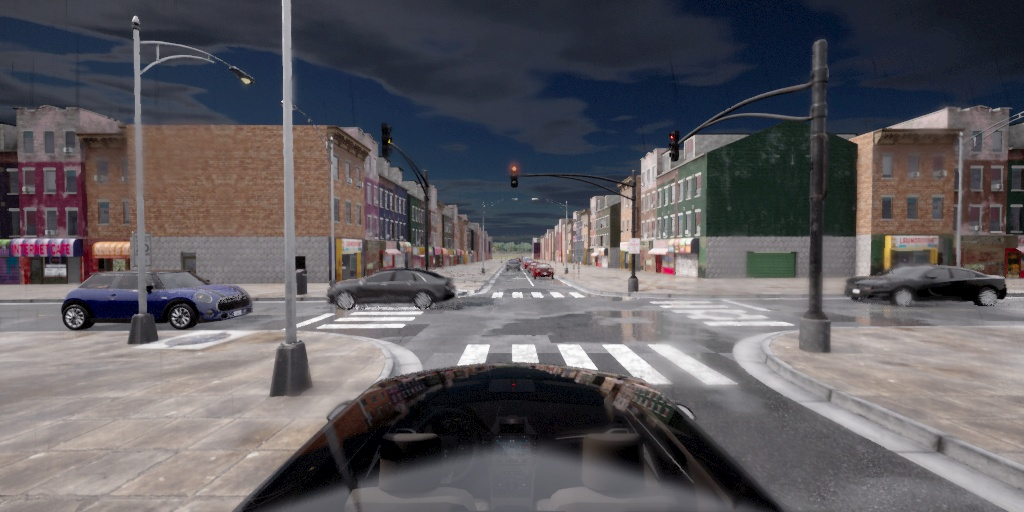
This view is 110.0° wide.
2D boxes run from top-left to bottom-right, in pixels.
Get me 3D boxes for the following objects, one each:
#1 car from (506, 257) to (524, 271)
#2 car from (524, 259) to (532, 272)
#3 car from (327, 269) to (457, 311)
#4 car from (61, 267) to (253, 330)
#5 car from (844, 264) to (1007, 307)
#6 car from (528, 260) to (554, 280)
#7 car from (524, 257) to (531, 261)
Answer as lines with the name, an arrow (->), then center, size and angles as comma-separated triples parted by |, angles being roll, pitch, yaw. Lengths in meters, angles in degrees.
car -> 0.199, 1.238, 50.070 | 2.128, 1.511, 4.902 | 0, 0, 0
car -> 2.723, 1.328, 42.705 | 1.802, 1.307, 4.207 | 0, 0, 0
car -> -4.665, 1.251, 14.123 | 4.892, 1.490, 1.837 | 0, 1, 0
car -> -10.791, 1.202, 11.170 | 4.553, 1.767, 2.097 | 0, 1, 0
car -> 16.018, 1.097, 14.058 | 5.008, 1.535, 1.882 | 0, 1, 0
car -> 2.700, 1.291, 31.640 | 1.888, 1.381, 4.507 | 0, 0, 0
car -> 2.746, 1.291, 53.770 | 1.888, 1.381, 4.507 | 0, 0, 0
